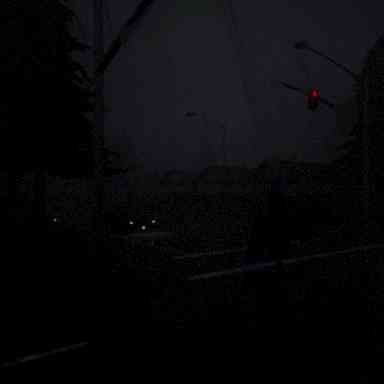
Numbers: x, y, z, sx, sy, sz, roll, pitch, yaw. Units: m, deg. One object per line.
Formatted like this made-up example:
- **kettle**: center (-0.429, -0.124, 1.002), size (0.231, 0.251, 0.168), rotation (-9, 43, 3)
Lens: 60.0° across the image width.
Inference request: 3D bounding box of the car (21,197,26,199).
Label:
- **car**: center (-23.459, 1.375, 47.166), size (4.902, 1.511, 2.128), rotation (1, -1, 13)

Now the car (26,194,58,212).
- **car**: center (-17.272, 1.235, 38.572), size (2.150, 2.045, 5.566), rotation (0, 0, -36)

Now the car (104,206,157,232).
- **car**: center (-4.204, 1.553, 20.380), size (2.033, 1.411, 5.357), rotation (0, 0, -36)
